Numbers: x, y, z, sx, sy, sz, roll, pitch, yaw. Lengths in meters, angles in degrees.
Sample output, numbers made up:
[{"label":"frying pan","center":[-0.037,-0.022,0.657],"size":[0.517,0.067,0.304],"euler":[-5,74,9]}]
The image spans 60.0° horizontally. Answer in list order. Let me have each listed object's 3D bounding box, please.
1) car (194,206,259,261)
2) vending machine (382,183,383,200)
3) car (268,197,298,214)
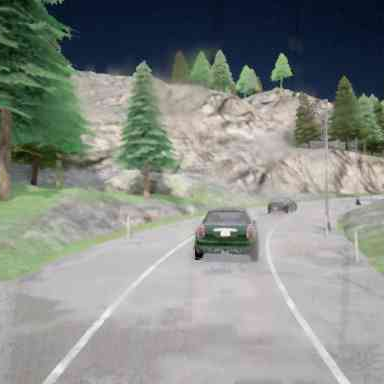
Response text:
[{"label":"car","center":[1.422,1.315,12.495],"size":[2.097,1.767,4.553],"euler":[0,0,10]},{"label":"vending machine","center":[24.477,-0.043,41.423],"size":[0.880,2.100,1.100],"euler":[2,-6,-37]},{"label":"car","center":[8.218,1.161,30.144],"size":[1.812,1.442,4.674],"euler":[-1,1,30]}]
